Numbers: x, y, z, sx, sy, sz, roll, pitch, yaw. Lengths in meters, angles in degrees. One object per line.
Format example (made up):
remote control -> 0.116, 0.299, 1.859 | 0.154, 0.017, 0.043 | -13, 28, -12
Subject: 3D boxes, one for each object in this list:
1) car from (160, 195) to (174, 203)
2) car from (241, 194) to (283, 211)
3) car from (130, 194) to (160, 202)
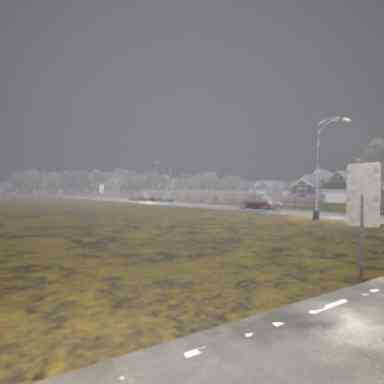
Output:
car -> -4.970, 1.138, 58.314 | 1.994, 1.385, 4.181 | 2, -1, -35
car -> 7.313, 1.070, 34.879 | 2.097, 1.767, 4.553 | 2, -1, -35
car -> -7.997, 1.023, 56.473 | 2.033, 1.411, 5.357 | 2, -1, -35
